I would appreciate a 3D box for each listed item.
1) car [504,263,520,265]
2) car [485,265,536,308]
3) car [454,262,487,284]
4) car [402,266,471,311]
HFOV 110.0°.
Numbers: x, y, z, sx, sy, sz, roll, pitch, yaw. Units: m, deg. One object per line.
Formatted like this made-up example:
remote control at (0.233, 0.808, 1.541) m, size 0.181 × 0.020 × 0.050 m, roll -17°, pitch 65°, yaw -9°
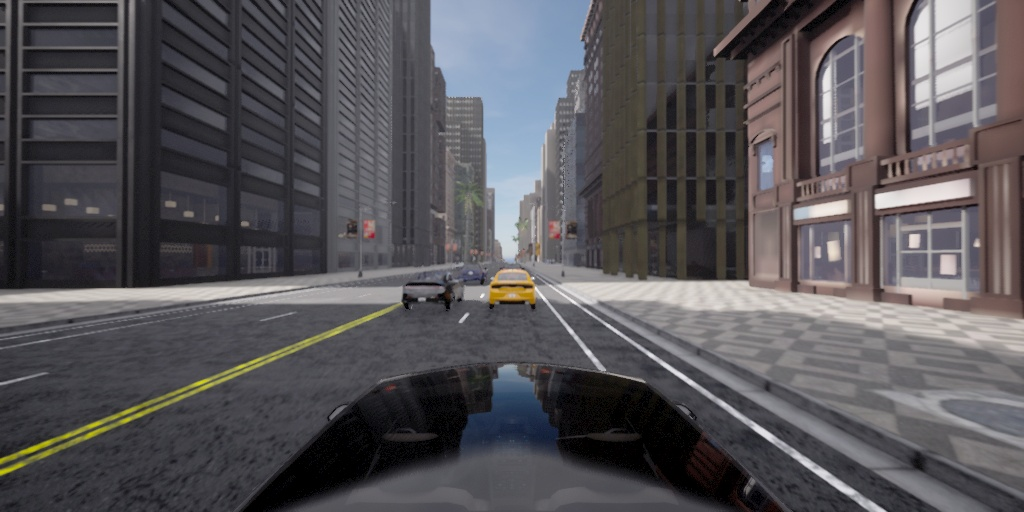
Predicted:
car at (0.024, 1.383, 30.273) m, size 2.097 × 1.767 × 4.553 m, roll 0°, pitch -1°, yaw 1°
car at (0.031, 1.369, 16.088) m, size 1.882 × 1.535 × 5.008 m, roll 0°, pitch 0°, yaw 1°
car at (-3.226, 1.383, 30.278) m, size 2.097 × 1.767 × 4.553 m, roll 0°, pitch -1°, yaw 1°
car at (-3.226, 1.378, 15.360) m, size 2.128 × 1.511 × 4.902 m, roll 0°, pitch 0°, yaw 1°
